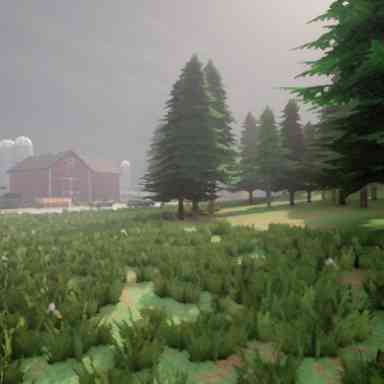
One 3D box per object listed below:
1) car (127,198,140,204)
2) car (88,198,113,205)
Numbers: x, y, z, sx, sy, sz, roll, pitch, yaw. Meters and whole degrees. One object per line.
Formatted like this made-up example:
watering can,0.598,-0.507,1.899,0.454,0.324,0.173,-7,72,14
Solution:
car,-7.918,1.693,51.740,2.128,1.511,4.902,-1,0,36
car,-14.643,1.716,53.467,1.816,1.474,4.193,6,3,33
